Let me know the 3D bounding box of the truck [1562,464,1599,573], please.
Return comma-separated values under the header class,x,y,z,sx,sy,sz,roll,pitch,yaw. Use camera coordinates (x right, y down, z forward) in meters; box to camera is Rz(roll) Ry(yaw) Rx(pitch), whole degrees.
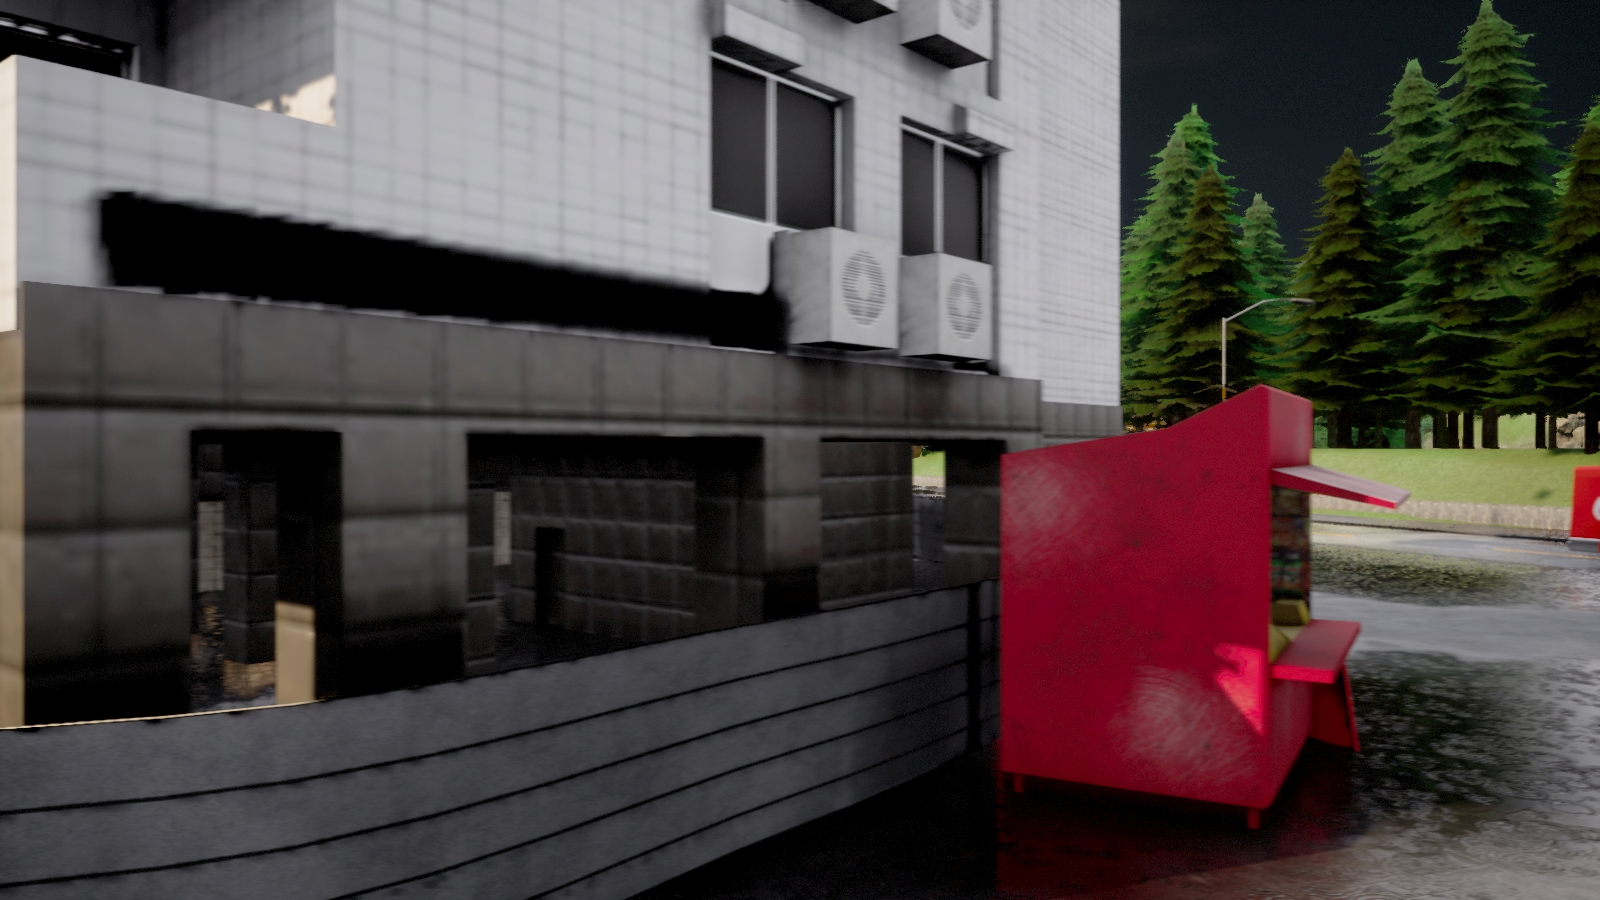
class,x,y,z,sx,sy,sz,roll,pitch,yaw
truck,20.135,1.569,25.002,2.627,2.467,5.204,0,0,-20
